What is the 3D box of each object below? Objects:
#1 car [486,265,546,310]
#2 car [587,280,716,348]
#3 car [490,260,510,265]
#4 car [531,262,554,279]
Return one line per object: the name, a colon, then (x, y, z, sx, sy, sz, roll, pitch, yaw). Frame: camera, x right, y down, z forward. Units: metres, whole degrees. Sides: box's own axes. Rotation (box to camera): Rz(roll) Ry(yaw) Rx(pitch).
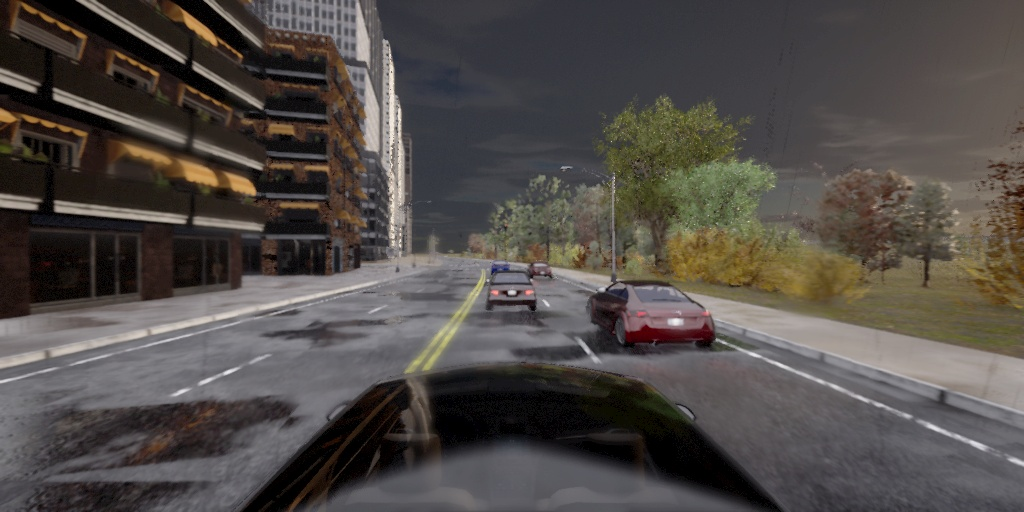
car: (-0.069, 1.278, 14.528, 2.033, 1.411, 5.357, 0, 0, -2)
car: (3.266, 1.296, 9.215, 1.994, 1.385, 4.181, 0, 0, -1)
car: (-1.238, 1.165, 37.421, 1.882, 1.535, 5.008, 0, 0, -4)
car: (2.402, 1.218, 31.823, 1.812, 1.442, 4.674, 0, 0, -3)
